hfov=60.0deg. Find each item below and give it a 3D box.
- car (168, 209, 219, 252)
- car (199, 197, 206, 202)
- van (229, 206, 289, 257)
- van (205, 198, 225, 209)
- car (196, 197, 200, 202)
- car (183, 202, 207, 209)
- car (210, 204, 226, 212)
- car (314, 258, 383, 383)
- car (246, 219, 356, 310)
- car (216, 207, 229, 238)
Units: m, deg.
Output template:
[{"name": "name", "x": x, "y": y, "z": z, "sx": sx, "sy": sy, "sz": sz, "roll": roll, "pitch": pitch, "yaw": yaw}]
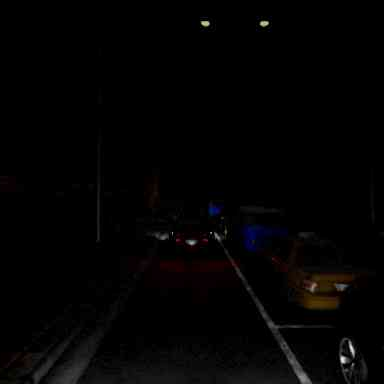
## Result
[{"name": "car", "x": -0.006, "y": 1.669, "z": 14.395, "sx": 1.812, "sy": 1.442, "sz": 4.674, "roll": 0, "pitch": 0, "yaw": 0}, {"name": "car", "x": 2.710, "y": 2.119, "z": 58.987, "sx": 1.882, "sy": 1.535, "sz": 5.008, "roll": 0, "pitch": -1, "yaw": 0}, {"name": "van", "x": 2.642, "y": 1.472, "z": 13.213, "sx": 1.690, "sy": 1.788, "sz": 3.998, "roll": 1, "pitch": -1, "yaw": 0}, {"name": "van", "x": 2.626, "y": 1.704, "z": 35.010, "sx": 1.690, "sy": 1.788, "sz": 3.998, "roll": 1, "pitch": -1, "yaw": 0}, {"name": "car", "x": 2.599, "y": 2.135, "z": 73.154, "sx": 2.192, "sy": 1.841, "sz": 5.009, "roll": 1, "pitch": -1, "yaw": 0}, {"name": "car", "x": -0.019, "y": 1.844, "z": 29.009, "sx": 2.033, "sy": 1.411, "sz": 5.357, "roll": 0, "pitch": -1, "yaw": 0}, {"name": "car", "x": 2.631, "y": 1.795, "z": 24.109, "sx": 2.008, "sy": 1.369, "sz": 4.403, "roll": 1, "pitch": -1, "yaw": 0}, {"name": "car", "x": 2.647, "y": 1.589, "z": 2.312, "sx": 1.947, "sy": 1.339, "sz": 4.313, "roll": 1, "pitch": -1, "yaw": 0}, {"name": "car", "x": 2.643, "y": 1.604, "z": 7.932, "sx": 1.752, "sy": 1.417, "sz": 4.829, "roll": 1, "pitch": -1, "yaw": 0}, {"name": "car", "x": 2.635, "y": 1.753, "z": 18.660, "sx": 1.947, "sy": 1.339, "sz": 4.313, "roll": 1, "pitch": -1, "yaw": 0}]
